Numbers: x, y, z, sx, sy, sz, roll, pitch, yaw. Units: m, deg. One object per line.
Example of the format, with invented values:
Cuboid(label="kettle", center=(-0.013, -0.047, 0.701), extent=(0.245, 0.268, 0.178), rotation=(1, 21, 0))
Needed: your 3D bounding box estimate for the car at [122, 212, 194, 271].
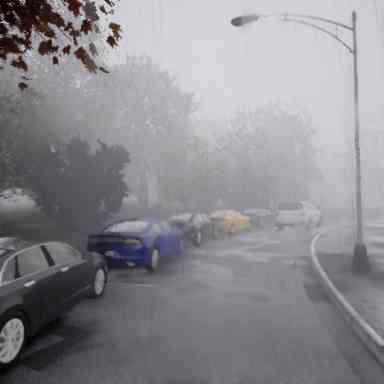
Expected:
Cuboid(label="car", center=(-1.655, 1.621, 11.502), extent=(2.097, 1.535, 5.008), rotation=(-1, -2, 14))

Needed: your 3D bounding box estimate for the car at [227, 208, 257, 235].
Cuboid(label="car", center=(2.337, 1.919, 22.005), extent=(2.097, 1.535, 5.008), rotation=(-2, -2, 28))

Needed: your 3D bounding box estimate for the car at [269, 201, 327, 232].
Cuboid(label="car", center=(7.654, 1.637, 23.577), extent=(2.150, 2.045, 5.566), rotation=(-2, -2, 32))

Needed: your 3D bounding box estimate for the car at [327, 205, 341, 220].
Cuboid(label="car", center=(13.079, 2.006, 35.326), extent=(5.566, 2.045, 2.435), rotation=(1, -3, -42))

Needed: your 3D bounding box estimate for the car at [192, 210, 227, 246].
Cuboid(label="car", center=(-0.051, 1.753, 16.948), extent=(2.231, 1.521, 4.892), rotation=(-1, -2, 20))

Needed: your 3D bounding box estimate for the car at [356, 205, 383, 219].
Cuboid(label="car", center=(20.344, 2.169, 36.403), extent=(4.892, 1.490, 1.837), rotation=(1, -3, -38))

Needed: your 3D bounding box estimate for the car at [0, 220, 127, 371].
Cuboid(label="car", center=(-3.065, 1.524, 5.814), extent=(2.231, 1.521, 4.892), rotation=(0, 0, 7))

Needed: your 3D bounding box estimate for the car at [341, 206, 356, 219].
Cuboid(label="car", center=(17.761, 2.335, 39.065), extent=(5.008, 1.535, 2.097), rotation=(1, -3, -36))
